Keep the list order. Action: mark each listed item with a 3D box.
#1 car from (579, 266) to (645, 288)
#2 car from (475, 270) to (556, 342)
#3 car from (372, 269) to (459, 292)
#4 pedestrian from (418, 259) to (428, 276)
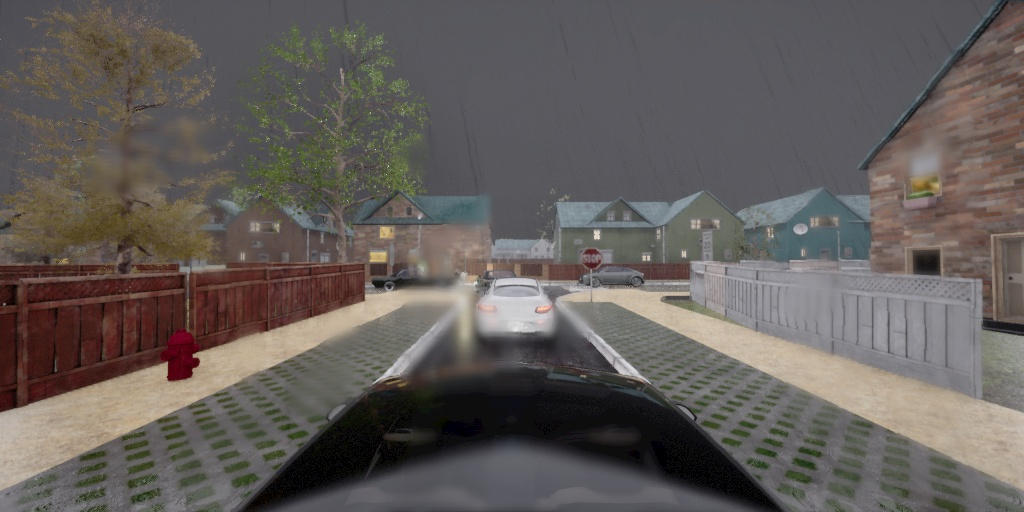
[{"bbox_3d":[6.523,1.344,23.712,4.181,1.385,1.994,0,-1,1],"label":"car"},{"bbox_3d":[0.097,1.279,9.713,1.812,1.442,4.674,0,0,0],"label":"car"},{"bbox_3d":[-5.496,1.416,20.913,4.718,1.301,1.895,-1,-1,1],"label":"car"},{"bbox_3d":[-6.718,1.118,26.797,0.375,1.860,0.375,0,-1,1],"label":"pedestrian"}]
